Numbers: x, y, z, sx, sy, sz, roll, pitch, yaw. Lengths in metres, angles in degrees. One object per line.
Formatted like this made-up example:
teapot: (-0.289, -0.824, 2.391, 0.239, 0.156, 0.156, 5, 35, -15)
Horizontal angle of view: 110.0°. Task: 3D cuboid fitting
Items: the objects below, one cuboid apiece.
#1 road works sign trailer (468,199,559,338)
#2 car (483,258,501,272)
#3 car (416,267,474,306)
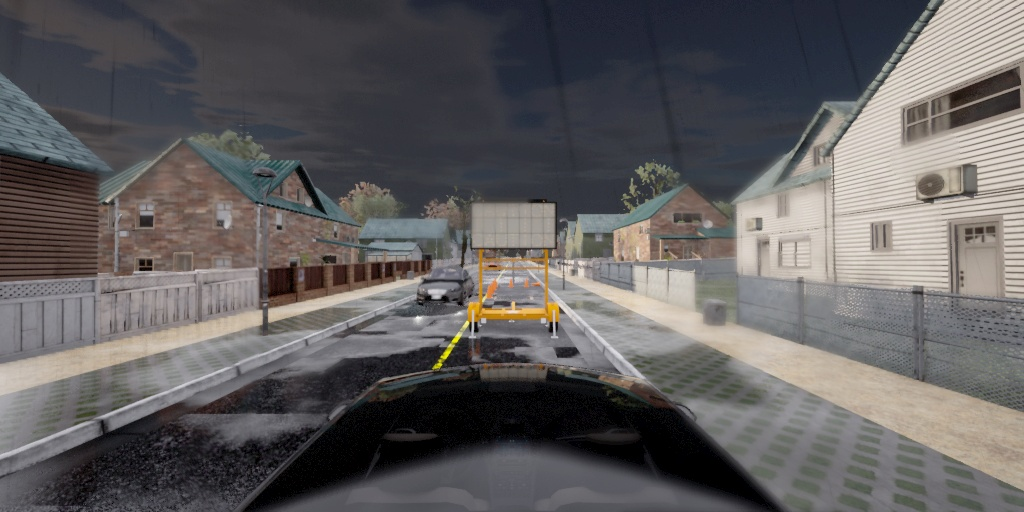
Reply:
road works sign trailer: (0.043, 0.217, 10.127, 2.380, 3.560, 2.880, 0, 0, 0)
car: (-2.524, 1.105, 46.203, 2.097, 1.767, 4.553, 0, 0, 0)
car: (-2.778, 1.244, 15.723, 2.128, 1.511, 4.902, 0, 0, 0)
